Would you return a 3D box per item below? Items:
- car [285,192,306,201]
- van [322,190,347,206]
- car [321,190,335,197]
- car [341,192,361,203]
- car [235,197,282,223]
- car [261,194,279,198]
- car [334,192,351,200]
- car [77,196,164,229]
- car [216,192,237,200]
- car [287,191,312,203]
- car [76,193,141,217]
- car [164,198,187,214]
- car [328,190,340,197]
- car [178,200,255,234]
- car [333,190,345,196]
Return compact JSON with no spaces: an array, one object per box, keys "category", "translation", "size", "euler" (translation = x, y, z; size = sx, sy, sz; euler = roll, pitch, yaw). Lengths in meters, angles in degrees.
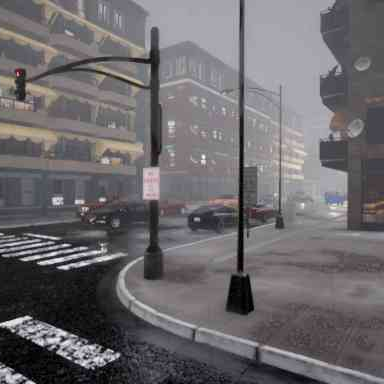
[{"category":"car","translation":[17.044,0.719,54.675],"size":[1.947,1.339,4.313],"euler":[2,2,35]},{"category":"van","translation":[17.474,0.721,40.705],"size":[1.690,1.788,3.998],"euler":[2,2,35]},{"category":"car","translation":[29.857,0.377,72.905],"size":[1.887,1.381,4.507],"euler":[2,2,35]},{"category":"car","translation":[23.878,0.764,49.824],"size":[1.887,1.381,4.507],"euler":[2,2,35]},{"category":"car","translation":[4.659,1.283,22.480],"size":[1.802,1.307,4.206],"euler":[2,2,35]},{"category":"car","translation":[10.638,0.879,45.560],"size":[1.947,1.339,4.313],"euler":[2,2,35]},{"category":"car","translation":[25.914,0.695,57.244],"size":[1.895,1.301,4.718],"euler":[1,1,35]},{"category":"car","translation":[-4.115,1.261,20.080],"size":[1.837,1.490,4.892],"euler":[1,1,35]},{"category":"car","translation":[3.347,0.922,30.691],"size":[2.097,1.767,4.553],"euler":[1,1,35]},{"category":"car","translation":[15.716,0.612,48.133],"size":[2.097,1.767,4.553],"euler":[1,1,35]},{"category":"car","translation":[-5.375,1.030,22.766],"size":[2.192,1.841,5.009],"euler":[2,2,35]},{"category":"car","translation":[-2.174,1.179,27.330],"size":[1.887,1.381,4.507],"euler":[2,2,35]},{"category":"car","translation":[33.060,0.335,77.462],"size":[1.802,1.307,4.206],"euler":[2,2,35]},{"category":"car","translation":[1.456,1.347,17.922],"size":[1.947,1.339,4.313],"euler":[2,2,35]},{"category":"car","translation":[36.263,0.255,82.020],"size":[1.802,1.307,4.206],"euler":[2,2,35]}]
